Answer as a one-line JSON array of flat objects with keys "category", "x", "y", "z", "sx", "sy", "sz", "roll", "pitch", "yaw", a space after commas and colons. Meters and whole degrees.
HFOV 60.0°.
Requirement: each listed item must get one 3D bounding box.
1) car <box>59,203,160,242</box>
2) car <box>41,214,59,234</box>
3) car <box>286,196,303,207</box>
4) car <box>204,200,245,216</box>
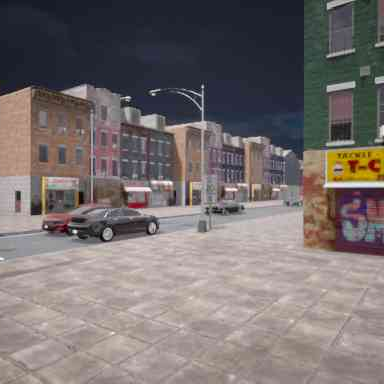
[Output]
[{"category": "car", "x": -3.602, "y": 1.443, "z": 16.217, "sx": 1.837, "sy": 1.490, "sz": 4.892, "roll": 0, "pitch": 0, "yaw": 36}, {"category": "car", "x": -5.672, "y": 1.403, "z": 18.210, "sx": 1.882, "sy": 1.535, "sz": 5.008, "roll": 0, "pitch": 0, "yaw": 34}, {"category": "car", "x": 14.675, "y": 1.290, "z": 46.423, "sx": 1.837, "sy": 1.490, "sz": 4.892, "roll": 0, "pitch": 0, "yaw": 36}, {"category": "car", "x": 2.953, "y": 1.448, "z": 30.244, "sx": 1.895, "sy": 1.301, "sz": 4.718, "roll": 0, "pitch": 0, "yaw": 36}]
